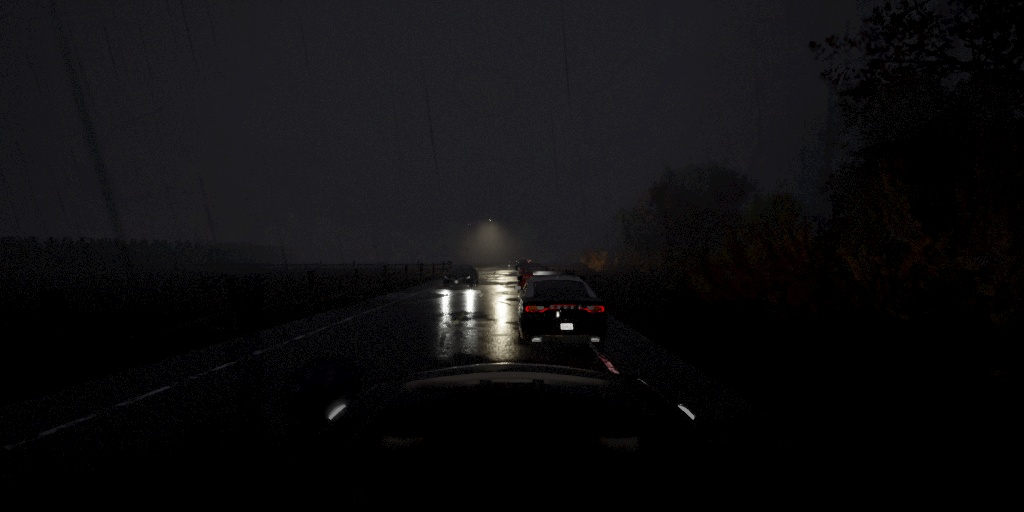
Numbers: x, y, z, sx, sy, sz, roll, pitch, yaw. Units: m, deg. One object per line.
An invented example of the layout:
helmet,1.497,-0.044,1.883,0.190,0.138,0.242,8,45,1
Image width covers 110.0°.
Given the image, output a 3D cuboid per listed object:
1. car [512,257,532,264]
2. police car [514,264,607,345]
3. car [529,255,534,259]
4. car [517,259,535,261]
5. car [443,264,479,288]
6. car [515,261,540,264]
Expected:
car,1.458,1.227,49.185,1.837,1.490,4.892,0,0,4
police car,1.101,1.173,9.597,1.930,1.638,5.238,0,0,1
car,2.167,1.062,61.116,2.097,1.767,4.553,0,0,4
car,1.428,1.218,25.431,1.882,1.535,5.008,0,0,2
car,-3.255,1.267,23.702,1.812,1.442,4.674,0,0,2
car,1.270,1.222,19.452,1.882,1.535,5.008,0,0,1
